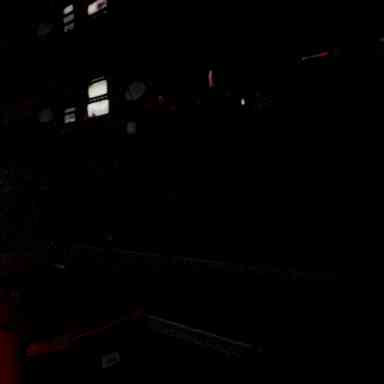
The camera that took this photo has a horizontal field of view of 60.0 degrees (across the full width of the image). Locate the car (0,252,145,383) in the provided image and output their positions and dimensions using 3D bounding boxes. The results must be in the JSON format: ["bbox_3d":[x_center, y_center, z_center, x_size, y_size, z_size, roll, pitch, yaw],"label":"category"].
[{"bbox_3d":[-2.621,1.517,4.612,4.507,1.381,1.887,0,-1,36],"label":"car"}]

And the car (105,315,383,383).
[{"bbox_3d":[1.881,1.550,1.401,4.507,1.381,1.887,0,-1,36],"label":"car"}]
